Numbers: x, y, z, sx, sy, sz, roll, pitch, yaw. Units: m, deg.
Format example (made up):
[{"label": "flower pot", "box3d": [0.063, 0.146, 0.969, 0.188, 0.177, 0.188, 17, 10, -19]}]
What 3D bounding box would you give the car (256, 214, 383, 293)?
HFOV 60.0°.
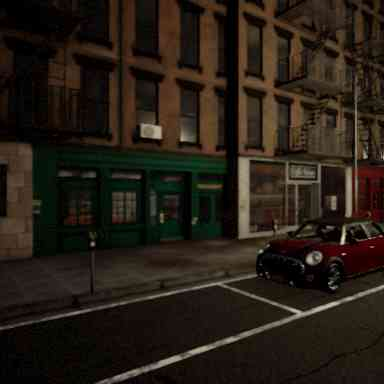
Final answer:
[{"label": "car", "box3d": [3.588, 1.436, 8.756, 4.097, 1.590, 1.967, 0, 0, -36]}]
